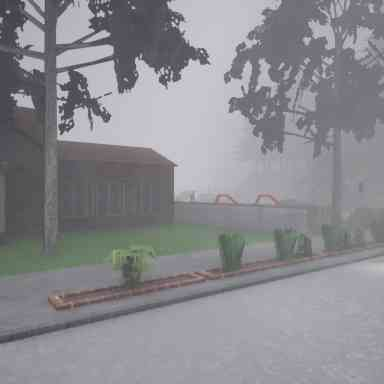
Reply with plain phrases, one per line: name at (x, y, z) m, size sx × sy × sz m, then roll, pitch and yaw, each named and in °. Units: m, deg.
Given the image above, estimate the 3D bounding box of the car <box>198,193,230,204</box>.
car at (3.037, 1.222, 47.935) m, size 2.150 × 2.045 × 5.566 m, roll 0°, pitch 0°, yaw -36°

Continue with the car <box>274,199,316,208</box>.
car at (11.263, 1.505, 36.361) m, size 1.837 × 1.490 × 4.892 m, roll 0°, pitch 0°, yaw -35°
